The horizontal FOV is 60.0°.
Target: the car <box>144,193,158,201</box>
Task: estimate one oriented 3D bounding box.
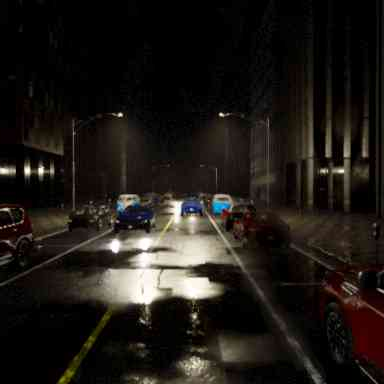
[{"bbox_3d":[-5.816,1.189,41.845,1.967,1.590,4.097,0,0,0],"label":"car"}]

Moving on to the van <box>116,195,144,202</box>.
[{"bbox_3d":[-5.802,1.157,30.626,1.690,1.788,3.998,0,0,0],"label":"van"}]

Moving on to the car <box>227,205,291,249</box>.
[{"bbox_3d":[2.745,1.460,13.819,1.887,1.381,4.507,0,0,0],"label":"car"}]

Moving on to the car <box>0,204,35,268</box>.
[{"bbox_3d":[-5.773,1.265,8.188,2.192,1.841,5.009,0,0,0],"label":"car"}]

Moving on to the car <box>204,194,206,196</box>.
[{"bbox_3d":[2.709,1.314,41.865,1.947,1.339,4.313,0,0,0],"label":"car"}]

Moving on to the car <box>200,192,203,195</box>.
[{"bbox_3d":[2.665,1.120,75.518,2.008,1.369,4.403,0,0,0],"label":"car"}]

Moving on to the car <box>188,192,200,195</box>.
[{"bbox_3d":[-0.075,1.013,59.202,2.097,1.767,4.553,0,0,0],"label":"car"}]

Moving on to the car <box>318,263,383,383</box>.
[{"bbox_3d":[2.760,1.298,2.600,2.192,1.841,5.009,0,0,0],"label":"car"}]

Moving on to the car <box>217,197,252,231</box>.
[{"bbox_3d":[2.738,1.321,19.428,1.967,1.590,4.097,0,0,0],"label":"car"}]

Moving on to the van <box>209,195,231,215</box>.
[{"bbox_3d":[2.724,1.155,30.645,1.690,1.788,3.998,0,0,0],"label":"van"}]

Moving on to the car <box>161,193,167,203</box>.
[{"bbox_3d":[-5.838,1.180,58.503,1.752,1.417,4.829,0,0,0],"label":"car"}]

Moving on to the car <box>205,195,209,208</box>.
[{"bbox_3d":[2.716,1.326,36.256,1.887,1.381,4.507,0,0,0],"label":"car"}]

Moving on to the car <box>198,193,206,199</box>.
[{"bbox_3d":[2.651,0.954,86.736,1.967,1.590,4.097,0,0,0],"label":"car"}]

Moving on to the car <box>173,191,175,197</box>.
[{"bbox_3d":[-5.867,0.983,81.111,1.967,1.590,4.097,0,0,0],"label":"car"}]

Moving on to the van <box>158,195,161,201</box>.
[{"bbox_3d":[-5.823,1.057,47.454,1.690,1.788,3.998,0,0,0],"label":"van"}]

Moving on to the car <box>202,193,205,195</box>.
[{"bbox_3d":[2.701,1.239,47.644,1.752,1.417,4.829,0,0,0],"label":"car"}]

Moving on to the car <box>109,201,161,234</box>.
[{"bbox_3d":[-3.024,1.424,18.586,1.812,1.442,4.674,0,0,0],"label":"car"}]

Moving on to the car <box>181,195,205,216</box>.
[{"bbox_3d":[-0.019,1.304,30.386,1.882,1.535,5.008,0,0,0],"label":"car"}]

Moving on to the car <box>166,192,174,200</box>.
[{"bbox_3d":[-5.860,1.136,75.502,1.947,1.339,4.313,0,0,0],"label":"car"}]

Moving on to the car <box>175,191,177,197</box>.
[{"bbox_3d":[-5.874,0.830,86.719,2.192,1.841,5.009,0,0,0],"label":"car"}]

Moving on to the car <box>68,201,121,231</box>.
[{"bbox_3d":[-5.787,1.434,19.408,2.008,1.369,4.403,0,0,0],"label":"car"}]
